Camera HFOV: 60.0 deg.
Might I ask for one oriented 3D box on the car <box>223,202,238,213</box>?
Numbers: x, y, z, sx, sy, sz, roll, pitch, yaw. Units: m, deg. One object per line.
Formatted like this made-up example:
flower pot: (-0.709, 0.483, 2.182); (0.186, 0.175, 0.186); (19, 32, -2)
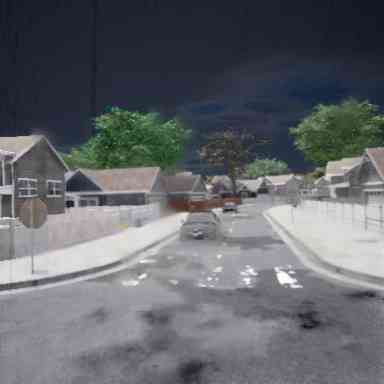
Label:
car: (4.970, 1.987, 43.410); (2.033, 1.411, 5.357); (-2, -1, 10)

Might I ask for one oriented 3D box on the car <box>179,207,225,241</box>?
car: (0.537, 1.795, 18.135); (1.837, 1.490, 4.892); (-2, 0, 9)
